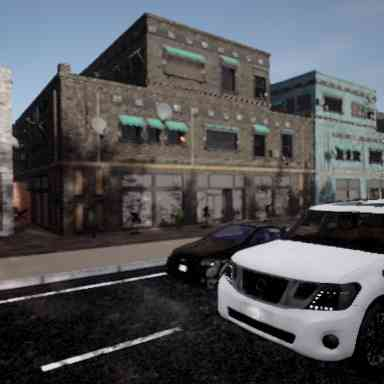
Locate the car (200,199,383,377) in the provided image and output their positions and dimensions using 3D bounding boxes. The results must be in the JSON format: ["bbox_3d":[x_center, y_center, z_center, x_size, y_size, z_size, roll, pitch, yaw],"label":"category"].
[{"bbox_3d":[3.061,1.183,5.871,5.566,2.045,2.150,0,0,-36],"label":"car"}]

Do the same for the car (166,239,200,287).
[{"bbox_3d":[1.418,1.524,8.692,4.181,1.385,1.994,0,0,-36],"label":"car"}]
